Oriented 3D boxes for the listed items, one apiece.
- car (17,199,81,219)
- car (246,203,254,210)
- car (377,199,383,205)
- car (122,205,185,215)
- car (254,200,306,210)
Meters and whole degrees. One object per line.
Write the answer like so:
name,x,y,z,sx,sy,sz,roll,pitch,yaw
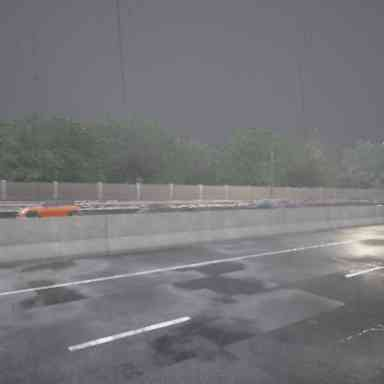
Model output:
car,-11.183,1.382,26.121,4.553,1.767,2.097,0,0,-36
car,8.591,1.688,40.230,4.674,1.442,1.812,1,0,-35
car,34.608,1.927,59.032,4.181,1.385,1.994,0,0,-36
car,-2.383,1.555,19.511,4.892,1.490,1.837,1,-1,-36
car,8.794,1.683,31.806,5.357,1.411,2.033,0,0,-35
